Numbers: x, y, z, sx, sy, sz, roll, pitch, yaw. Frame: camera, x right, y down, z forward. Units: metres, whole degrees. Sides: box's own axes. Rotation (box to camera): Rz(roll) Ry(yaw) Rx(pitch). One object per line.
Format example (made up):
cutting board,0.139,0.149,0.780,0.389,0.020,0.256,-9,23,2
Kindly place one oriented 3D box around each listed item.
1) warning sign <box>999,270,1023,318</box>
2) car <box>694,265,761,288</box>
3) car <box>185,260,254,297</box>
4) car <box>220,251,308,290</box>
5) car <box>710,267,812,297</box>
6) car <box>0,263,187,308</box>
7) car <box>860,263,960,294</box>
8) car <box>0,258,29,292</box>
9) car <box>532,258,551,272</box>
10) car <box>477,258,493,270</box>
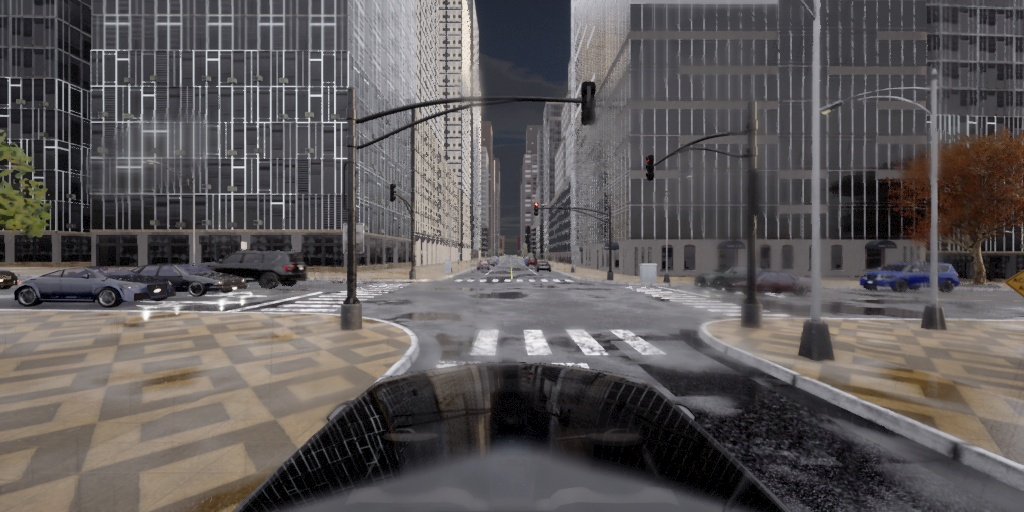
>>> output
warning sign,17.274,1.204,11.896,1.060,1.860,1.300,0,0,-3
car,14.997,1.396,24.503,4.553,1.767,2.097,1,0,-3
car,-15.353,1.040,16.422,5.357,1.411,2.033,1,0,0
car,-14.437,0.731,19.873,5.566,2.045,2.150,1,0,-3
car,15.128,1.594,21.255,5.357,1.411,2.033,1,0,-3
car,-15.079,1.063,13.147,4.181,1.385,1.994,1,0,-3
car,27.754,1.489,25.095,5.566,2.045,2.150,0,0,-3
car,-25.275,0.816,15.931,4.892,1.490,1.837,1,0,-3
car,3.925,1.329,45.698,1.948,1.339,4.313,0,0,0
car,-4.028,1.342,51.190,1.802,1.307,4.207,0,0,0
